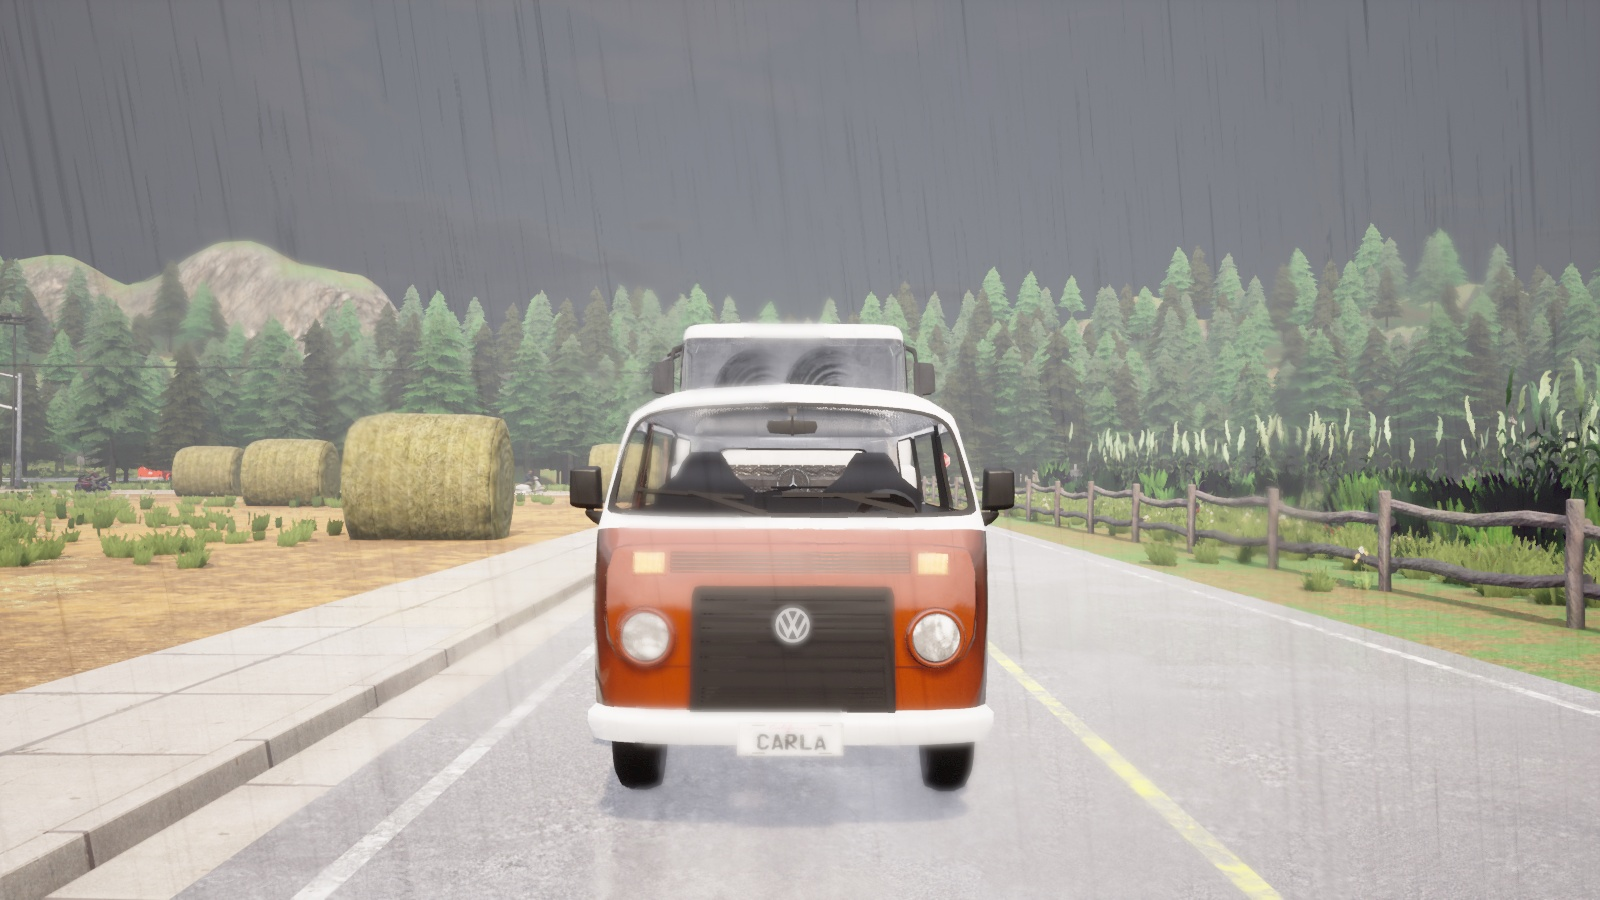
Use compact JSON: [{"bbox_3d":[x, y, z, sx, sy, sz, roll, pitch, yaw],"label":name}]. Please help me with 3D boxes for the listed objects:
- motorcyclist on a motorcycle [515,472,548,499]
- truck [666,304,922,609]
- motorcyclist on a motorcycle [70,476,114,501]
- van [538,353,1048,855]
[{"bbox_3d":[-16.361,2.151,76.573,1.817,1.590,0.866,0,-1,-3],"label":"motorcyclist on a motorcycle"},{"bbox_3d":[-0.089,0.139,18.252,2.891,3.462,7.936,0,-1,0],"label":"truck"},{"bbox_3d":[-44.301,2.378,78.590,2.191,1.530,0.866,0,-1,-3],"label":"motorcyclist on a motorcycle"},{"bbox_3d":[-0.037,0.662,7.364,2.069,2.038,4.480,0,-1,0],"label":"van"}]
